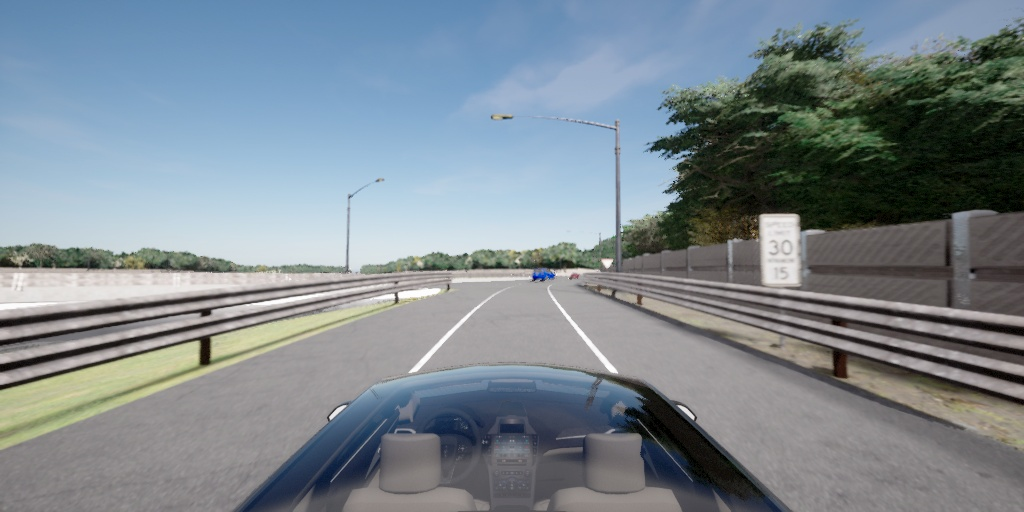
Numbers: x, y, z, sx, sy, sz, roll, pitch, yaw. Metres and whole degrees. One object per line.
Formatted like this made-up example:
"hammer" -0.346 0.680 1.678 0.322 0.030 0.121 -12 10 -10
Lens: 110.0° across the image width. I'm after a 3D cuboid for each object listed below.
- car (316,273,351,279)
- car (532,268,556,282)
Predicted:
"car" -13.440 2.032 29.065 1.895 1.301 4.718 -2 -4 43
"car" 4.887 2.939 55.005 2.150 2.045 5.566 -1 -3 27
